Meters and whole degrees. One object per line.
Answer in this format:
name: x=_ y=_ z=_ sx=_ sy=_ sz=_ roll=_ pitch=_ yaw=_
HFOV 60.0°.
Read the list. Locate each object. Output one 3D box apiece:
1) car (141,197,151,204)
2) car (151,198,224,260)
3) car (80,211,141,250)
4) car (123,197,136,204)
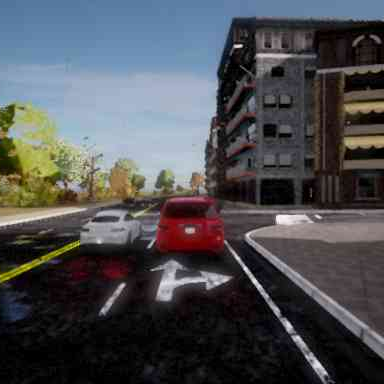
car: x=-8.259 y=1.544 z=61.443 sx=2.033 sy=1.411 sz=5.357 roll=0 pitch=0 yaw=-1
car: x=-0.072 y=1.216 z=12.480 sx=2.150 sy=2.045 sz=5.566 roll=0 pitch=0 yaw=0
car: x=-3.336 y=1.518 z=14.220 sx=1.812 sy=1.442 sz=4.674 roll=0 pitch=0 yaw=0
car: x=-11.514 y=1.561 z=61.386 sx=1.994 sy=1.385 sz=4.181 roll=0 pitch=0 yaw=-2
